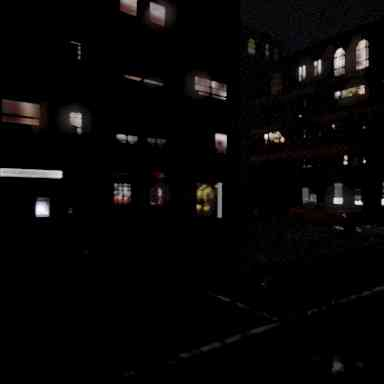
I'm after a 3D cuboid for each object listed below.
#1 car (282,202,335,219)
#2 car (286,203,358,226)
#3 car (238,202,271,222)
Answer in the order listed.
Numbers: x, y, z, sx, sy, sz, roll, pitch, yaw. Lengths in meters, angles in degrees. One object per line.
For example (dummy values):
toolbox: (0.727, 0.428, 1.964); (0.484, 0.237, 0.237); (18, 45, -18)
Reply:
car: (10.986, 1.731, 31.611); (2.008, 1.369, 4.403); (0, -1, -36)
car: (9.488, 1.572, 24.391); (1.882, 1.535, 5.008); (1, -1, -36)
car: (4.386, 1.526, 26.849); (1.967, 1.590, 4.097); (0, -1, -36)
